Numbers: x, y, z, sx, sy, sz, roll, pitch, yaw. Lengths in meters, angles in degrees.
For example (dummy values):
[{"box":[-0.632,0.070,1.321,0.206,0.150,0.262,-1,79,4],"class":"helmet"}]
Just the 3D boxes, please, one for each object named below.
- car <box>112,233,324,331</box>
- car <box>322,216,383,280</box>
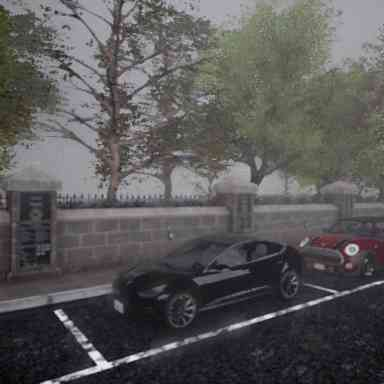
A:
[{"box":[0.542,1.590,6.922,4.313,1.339,1.947,0,0,-35],"class":"car"},{"box":[5.069,1.496,10.113,4.097,1.590,1.967,0,0,-35],"class":"car"}]
